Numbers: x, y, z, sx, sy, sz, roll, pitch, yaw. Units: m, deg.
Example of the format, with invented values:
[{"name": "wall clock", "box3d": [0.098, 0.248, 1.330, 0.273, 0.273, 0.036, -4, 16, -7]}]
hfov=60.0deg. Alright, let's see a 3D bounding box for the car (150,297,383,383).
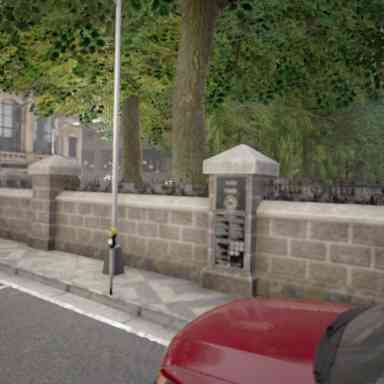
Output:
[{"name": "car", "box3d": [2.005, 1.339, 1.551, 5.009, 1.841, 2.192, 2, 1, 35]}]
